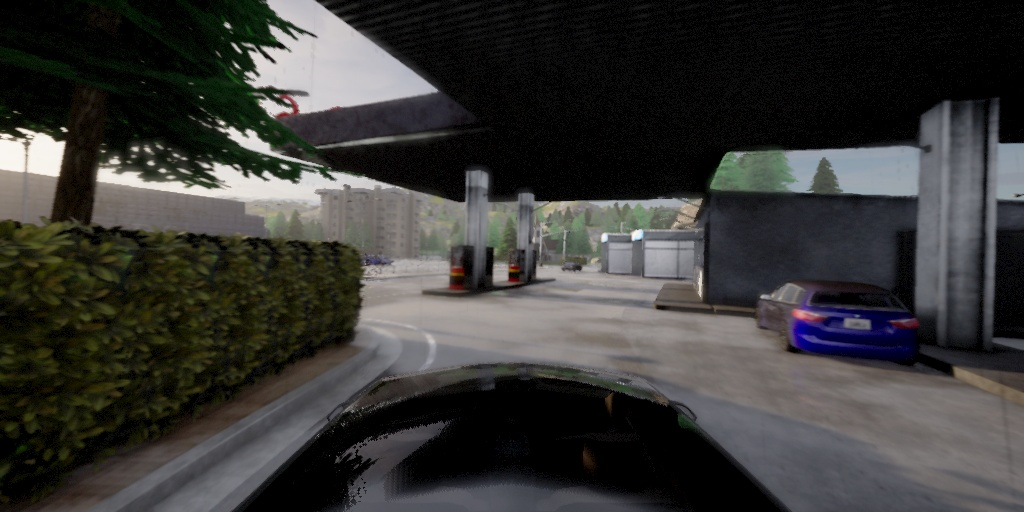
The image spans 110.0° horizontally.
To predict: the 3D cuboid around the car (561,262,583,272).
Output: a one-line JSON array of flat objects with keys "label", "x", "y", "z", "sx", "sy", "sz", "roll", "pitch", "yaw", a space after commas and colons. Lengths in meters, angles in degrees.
[{"label": "car", "x": 8.559, "y": 1.508, "z": 51.088, "sx": 2.033, "sy": 1.411, "sz": 5.357, "roll": 2, "pitch": 0, "yaw": 25}]
